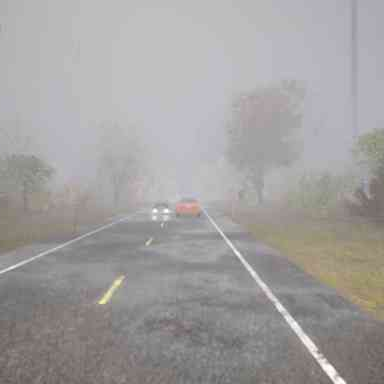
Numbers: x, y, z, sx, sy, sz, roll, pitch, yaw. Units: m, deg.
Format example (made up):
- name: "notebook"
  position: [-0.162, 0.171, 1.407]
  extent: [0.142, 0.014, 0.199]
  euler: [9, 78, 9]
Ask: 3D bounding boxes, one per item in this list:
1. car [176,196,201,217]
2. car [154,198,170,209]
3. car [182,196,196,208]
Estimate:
- name: "car"
  position: [-0.310, 1.261, 30.146]
  extent: [2.097, 1.767, 4.553]
  euler: [0, 0, 0]
- name: "car"
  position: [-3.983, 1.516, 44.511]
  extent: [1.895, 1.301, 4.718]
  euler: [0, 0, -1]
- name: "car"
  position: [-0.438, 1.364, 46.523]
  extent: [1.882, 1.535, 5.008]
  euler: [0, 0, 0]
